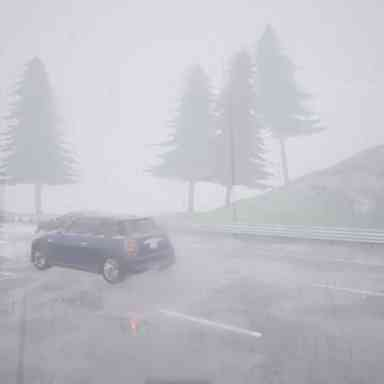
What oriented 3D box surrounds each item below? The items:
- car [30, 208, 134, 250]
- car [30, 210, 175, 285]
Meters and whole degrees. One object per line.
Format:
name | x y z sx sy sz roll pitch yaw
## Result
car | -5.241 1.602 15.661 5.008 1.535 1.882 0 0 32
car | -2.785 1.430 9.952 4.553 1.767 2.097 0 0 33
